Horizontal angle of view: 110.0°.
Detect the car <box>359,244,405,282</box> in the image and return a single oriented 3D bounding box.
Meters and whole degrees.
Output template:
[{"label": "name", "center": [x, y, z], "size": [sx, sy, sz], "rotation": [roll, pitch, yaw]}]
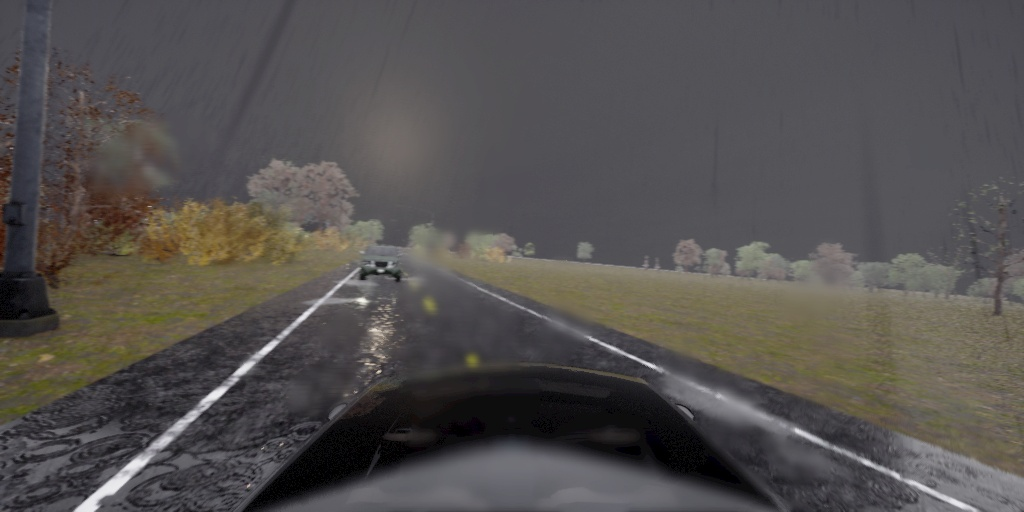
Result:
[{"label": "car", "center": [-7.706, 0.333, 21.278], "size": [2.150, 2.045, 5.566], "rotation": [4, 0, -19]}]
